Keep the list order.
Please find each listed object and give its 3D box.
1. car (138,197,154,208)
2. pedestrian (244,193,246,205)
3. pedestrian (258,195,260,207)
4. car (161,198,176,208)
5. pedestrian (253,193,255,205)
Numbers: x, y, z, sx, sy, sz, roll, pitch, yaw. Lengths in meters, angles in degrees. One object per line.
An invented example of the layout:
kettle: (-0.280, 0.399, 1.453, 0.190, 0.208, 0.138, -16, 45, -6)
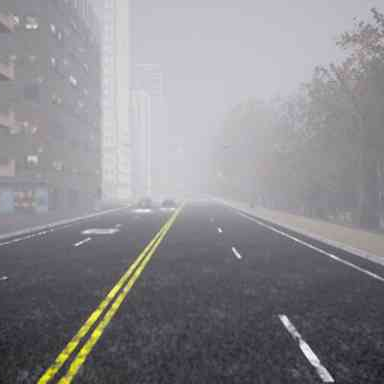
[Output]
car: (-6.499, 1.464, 47.166, 2.128, 1.511, 4.902, 0, 0, 0)
pedestrian: (8.011, 1.080, 50.083, 0.375, 1.860, 0.375, 0, 1, 0)
pedestrian: (10.012, 1.258, 49.484, 0.375, 1.860, 0.375, 0, 1, 0)
car: (-3.249, 1.544, 47.166, 1.994, 1.385, 4.181, 0, 0, 0)
pedestrian: (9.011, 1.082, 48.883, 0.375, 1.860, 0.375, 0, 1, 0)
